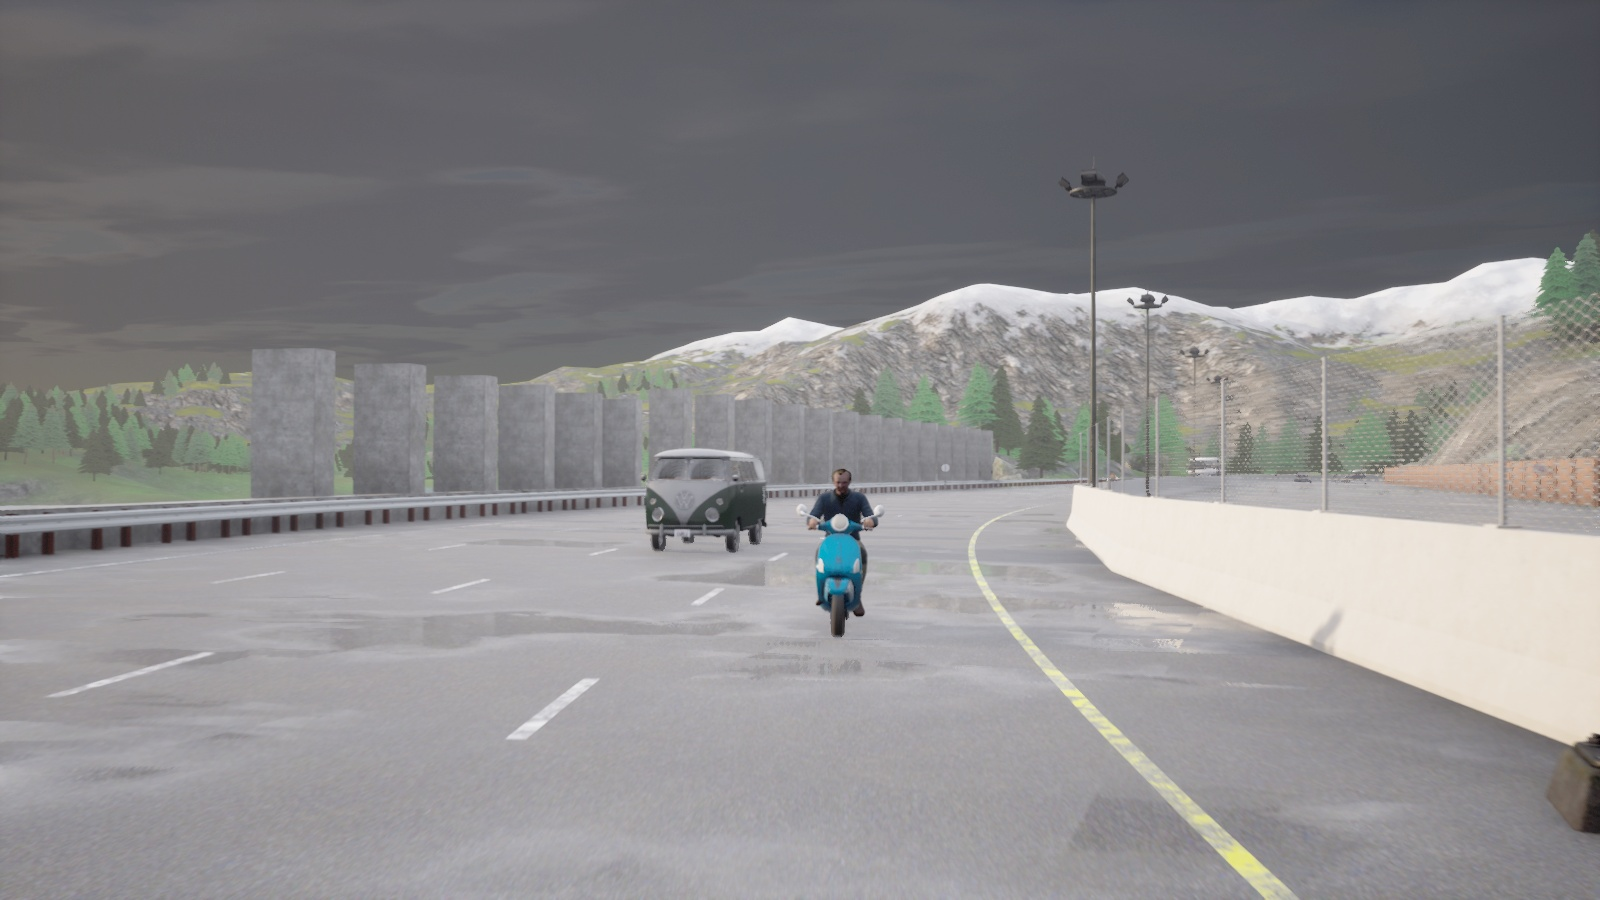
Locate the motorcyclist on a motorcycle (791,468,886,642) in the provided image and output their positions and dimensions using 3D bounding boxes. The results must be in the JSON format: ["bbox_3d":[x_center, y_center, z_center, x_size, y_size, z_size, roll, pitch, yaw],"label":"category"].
[{"bbox_3d":[0.411,0.975,12.440,0.866,1.590,1.817,0,-1,4],"label":"motorcyclist on a motorcycle"}]

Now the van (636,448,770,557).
[{"bbox_3d":[-1.834,0.996,25.181,1.775,1.987,4.442,0,-1,8],"label":"van"}]
